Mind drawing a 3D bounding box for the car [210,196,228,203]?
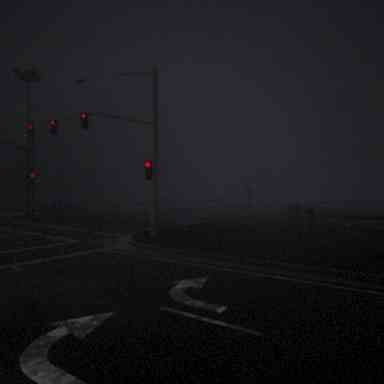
[{"bbox_3d":[5.468,1.480,66.685,1.837,1.490,4.892,0,-1,36],"label":"car"}]

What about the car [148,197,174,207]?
[{"bbox_3d":[-4.846,1.466,52.164,2.128,1.511,4.902,0,0,35],"label":"car"}]

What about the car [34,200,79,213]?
[{"bbox_3d":[-15.193,1.574,37.386,1.895,1.301,4.718,0,0,35],"label":"car"}]
